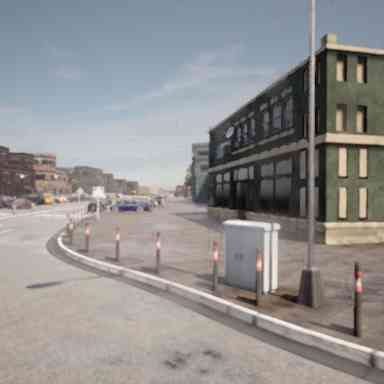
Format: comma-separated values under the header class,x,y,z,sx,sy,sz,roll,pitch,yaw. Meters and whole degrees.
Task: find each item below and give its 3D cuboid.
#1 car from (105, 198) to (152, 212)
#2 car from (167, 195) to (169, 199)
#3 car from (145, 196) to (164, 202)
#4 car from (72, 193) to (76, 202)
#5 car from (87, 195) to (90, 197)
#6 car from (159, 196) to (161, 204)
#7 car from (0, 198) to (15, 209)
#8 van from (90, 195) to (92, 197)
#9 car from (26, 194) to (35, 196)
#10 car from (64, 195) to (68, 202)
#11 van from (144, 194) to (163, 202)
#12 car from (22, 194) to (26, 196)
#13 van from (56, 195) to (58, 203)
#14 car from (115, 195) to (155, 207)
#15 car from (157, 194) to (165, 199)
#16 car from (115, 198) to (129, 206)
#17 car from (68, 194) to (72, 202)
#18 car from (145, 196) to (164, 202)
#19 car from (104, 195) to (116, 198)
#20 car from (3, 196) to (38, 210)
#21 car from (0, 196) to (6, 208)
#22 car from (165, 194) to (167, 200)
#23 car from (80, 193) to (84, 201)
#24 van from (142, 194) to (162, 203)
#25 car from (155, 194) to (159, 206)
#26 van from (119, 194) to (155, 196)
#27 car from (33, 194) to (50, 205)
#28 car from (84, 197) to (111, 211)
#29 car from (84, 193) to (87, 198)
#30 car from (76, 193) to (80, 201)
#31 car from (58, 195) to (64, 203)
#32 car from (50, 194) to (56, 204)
class,x,y,z,sx,sy,sz,roll,pitch,yaw
car,-7.741,1.792,41.045,4.792,1.488,2.163,1,0,-3
car,-10.103,1.545,93.681,5.566,2.045,2.435,1,0,-3
car,-9.858,1.813,88.126,4.792,1.488,2.163,1,0,-3
car,-29.404,1.404,75.028,4.553,1.767,2.185,1,0,-3
car,-29.934,1.547,86.042,4.892,1.521,2.231,1,0,-3
car,-8.466,1.787,57.713,5.008,1.535,2.097,1,0,-3
car,-28.175,1.571,47.477,4.674,1.452,2.002,1,0,-3
van,-29.952,1.329,88.926,4.442,1.987,1.878,1,0,-3
car,-28.435,1.538,52.991,4.892,1.521,2.231,1,0,-3
car,-29.214,1.401,69.516,4.553,1.767,2.185,1,0,-3
van,-9.458,1.551,82.580,4.442,1.987,1.878,1,0,-3
car,-28.270,1.410,50.234,4.553,1.767,2.185,1,0,-3
van,-28.813,1.305,64.014,4.442,1.987,1.878,1,0,-3
car,-7.923,1.661,46.478,4.553,1.767,2.185,1,0,-3
car,-8.985,1.523,68.818,5.566,2.045,2.435,1,0,-3
car,-13.447,1.842,63.751,1.895,1.301,4.718,1,0,-3
car,-29.340,1.402,72.270,4.553,1.767,2.185,1,0,-3
car,-9.711,1.819,85.476,4.674,1.452,2.002,1,0,-3
car,-16.404,1.753,62.736,2.033,1.411,5.357,1,0,-3
car,-23.540,1.617,45.884,1.812,1.442,4.674,1,-1,-2
car,-28.056,1.526,44.724,5.008,1.535,2.097,1,0,-3
car,-9.297,1.521,77.024,5.566,2.045,2.435,1,0,-3
car,-29.683,1.536,80.535,4.892,1.521,2.231,1,0,-3
van,-9.567,1.545,79.795,4.442,1.987,1.878,1,0,-3
car,-8.298,1.666,54.813,4.553,1.767,2.185,1,0,-3
van,-8.200,1.566,49.376,4.442,1.987,1.878,1,0,-3
car,-28.706,1.282,58.498,5.566,2.045,2.435,1,0,-3
car,-12.425,1.746,44.095,1.837,1.490,4.892,1,0,-3
car,-29.809,1.541,83.289,4.892,1.521,2.231,1,0,-3
car,-29.557,1.533,77.780,4.892,1.521,2.231,1,0,-3
car,-29.064,1.528,66.763,5.008,1.535,2.097,1,0,-3
car,-28.622,1.531,61.263,5.366,1.575,1.946,1,0,-3
